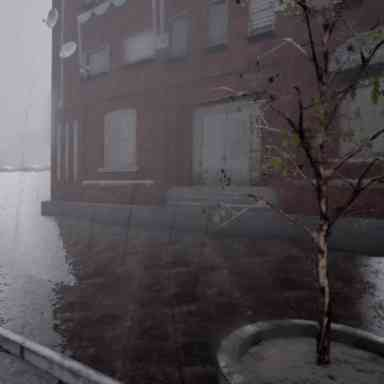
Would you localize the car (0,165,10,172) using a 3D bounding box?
[{"bbox_3d":[-27.171,-3.209,48.709,4.674,1.452,2.002,1,1,28],"label":"car"}]

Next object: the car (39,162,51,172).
[{"bbox_3d":[-17.257,-3.198,43.811,4.553,1.767,2.185,1,1,26],"label":"car"}]

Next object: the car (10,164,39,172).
[{"bbox_3d":[-22.338,-3.171,46.252,4.892,1.521,2.231,1,1,27],"label":"car"}]
